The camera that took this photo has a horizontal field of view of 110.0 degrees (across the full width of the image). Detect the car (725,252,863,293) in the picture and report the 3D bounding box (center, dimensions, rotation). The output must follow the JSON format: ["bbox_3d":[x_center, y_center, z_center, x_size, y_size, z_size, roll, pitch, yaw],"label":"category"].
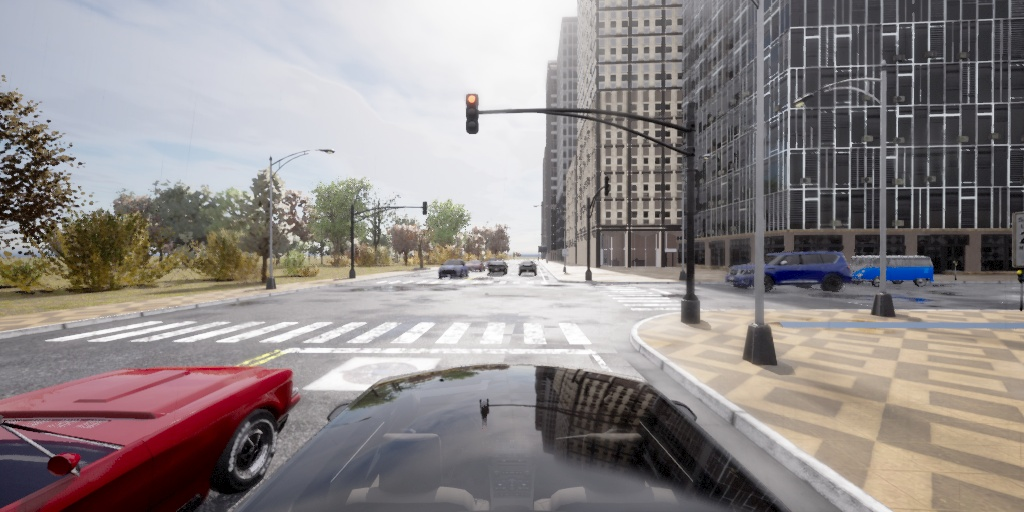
[{"bbox_3d":[14.471,0.806,18.920,5.566,2.045,2.150,-1,0,4],"label":"car"}]

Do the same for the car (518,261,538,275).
[{"bbox_3d":[1.728,1.251,38.730,1.837,1.490,4.892,0,0,3],"label":"car"}]

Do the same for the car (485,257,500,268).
[{"bbox_3d":[-3.403,1.106,64.151,2.097,1.767,4.553,0,0,4],"label":"car"}]

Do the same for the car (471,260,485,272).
[{"bbox_3d":[-4.578,1.272,45.491,1.812,1.442,4.674,0,0,4],"label":"car"}]

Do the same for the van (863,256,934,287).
[{"bbox_3d":[22.094,0.856,21.120,3.998,1.789,1.690,0,0,4],"label":"van"}]

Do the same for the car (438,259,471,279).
[{"bbox_3d":[-5.282,1.096,32.503,2.097,1.767,4.553,0,0,2],"label":"car"}]

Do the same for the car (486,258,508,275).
[{"bbox_3d":[-1.464,1.223,39.801,1.882,1.535,5.008,0,0,3],"label":"car"}]

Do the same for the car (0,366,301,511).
[{"bbox_3d":[-3.117,1.351,1.575,1.895,1.301,4.718,0,0,0],"label":"car"}]
